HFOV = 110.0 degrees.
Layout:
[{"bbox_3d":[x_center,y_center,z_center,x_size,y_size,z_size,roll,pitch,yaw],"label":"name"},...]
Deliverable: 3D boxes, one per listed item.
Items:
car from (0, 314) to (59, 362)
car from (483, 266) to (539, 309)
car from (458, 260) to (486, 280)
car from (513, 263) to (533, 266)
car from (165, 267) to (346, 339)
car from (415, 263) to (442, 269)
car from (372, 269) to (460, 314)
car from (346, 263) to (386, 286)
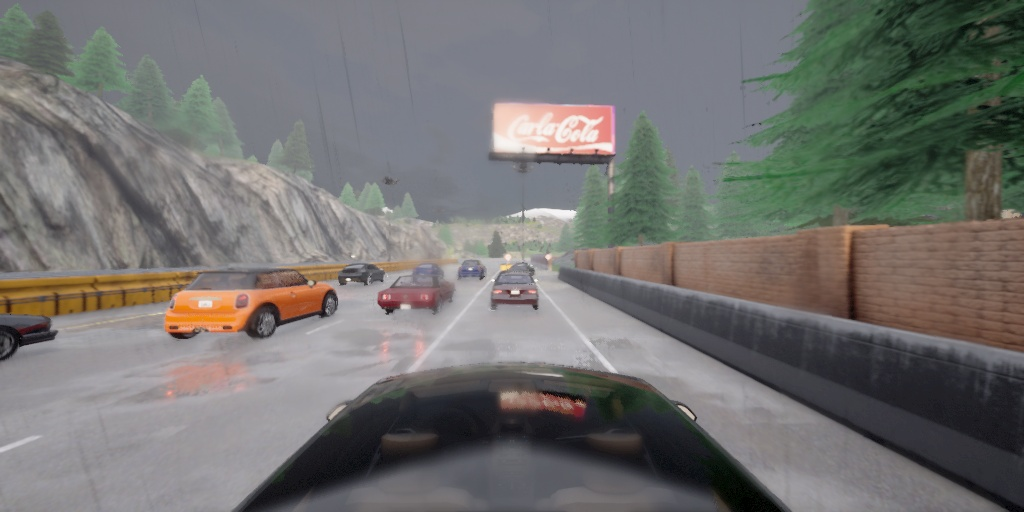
[{"bbox_3d":[-10.397,1.295,4.937,2.033,1.411,5.357,0,0,0],"label":"car"},{"bbox_3d":[0.106,1.298,14.877,2.033,1.411,5.357,0,0,0],"label":"car"},{"bbox_3d":[-3.399,1.102,31.331,2.097,1.767,4.553,0,0,0],"label":"car"},{"bbox_3d":[0.989,1.315,34.163,1.994,1.385,4.181,0,0,13],"label":"car"},{"bbox_3d":[-6.890,1.101,10.181,2.097,1.767,4.553,0,0,0],"label":"car"},{"bbox_3d":[-6.909,1.275,29.731,1.812,1.442,4.674,0,0,0],"label":"car"},{"bbox_3d":[-3.394,1.350,13.715,1.895,1.301,4.718,0,0,0],"label":"car"},{"bbox_3d":[-10.395,1.253,25.194,1.837,1.490,4.892,0,0,0],"label":"car"}]
